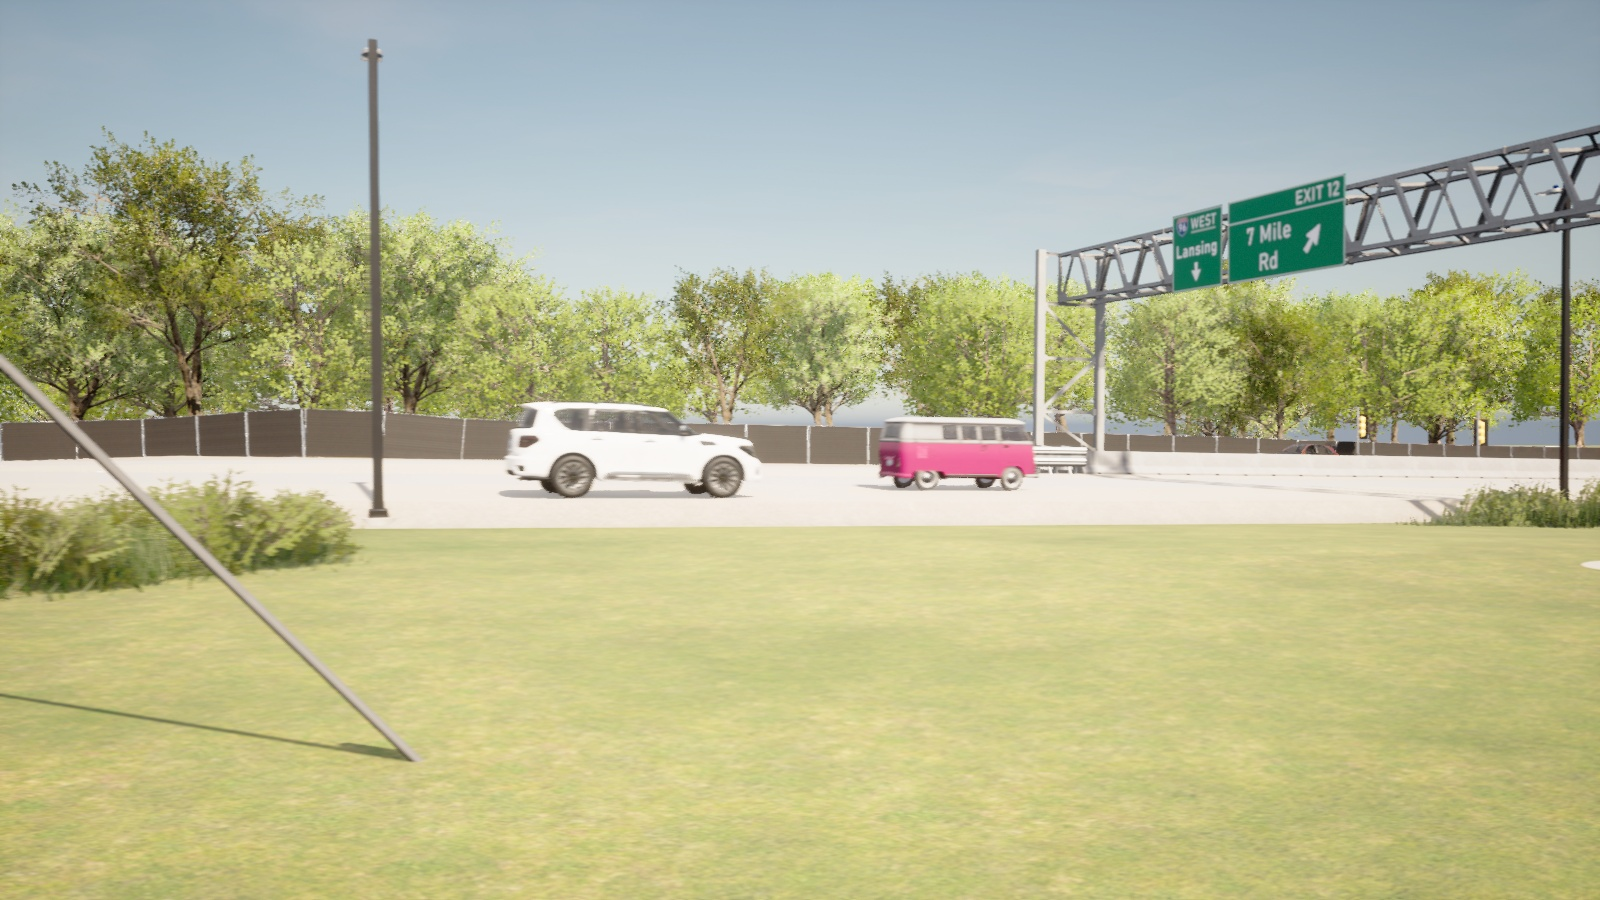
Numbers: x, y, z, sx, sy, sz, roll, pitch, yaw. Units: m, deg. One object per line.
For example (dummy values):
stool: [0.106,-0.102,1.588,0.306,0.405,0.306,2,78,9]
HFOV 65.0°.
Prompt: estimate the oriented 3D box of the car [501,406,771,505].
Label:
car: [-3.635,0.083,27.769,5.566,2.045,2.150,0,1,-20]

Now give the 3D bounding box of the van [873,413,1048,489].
van: [4.390,0.005,34.442,4.442,1.987,1.775,0,1,-20]

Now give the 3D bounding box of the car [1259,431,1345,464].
car: [25.189,-0.110,63.002,3.988,1.617,1.851,0,0,-29]
